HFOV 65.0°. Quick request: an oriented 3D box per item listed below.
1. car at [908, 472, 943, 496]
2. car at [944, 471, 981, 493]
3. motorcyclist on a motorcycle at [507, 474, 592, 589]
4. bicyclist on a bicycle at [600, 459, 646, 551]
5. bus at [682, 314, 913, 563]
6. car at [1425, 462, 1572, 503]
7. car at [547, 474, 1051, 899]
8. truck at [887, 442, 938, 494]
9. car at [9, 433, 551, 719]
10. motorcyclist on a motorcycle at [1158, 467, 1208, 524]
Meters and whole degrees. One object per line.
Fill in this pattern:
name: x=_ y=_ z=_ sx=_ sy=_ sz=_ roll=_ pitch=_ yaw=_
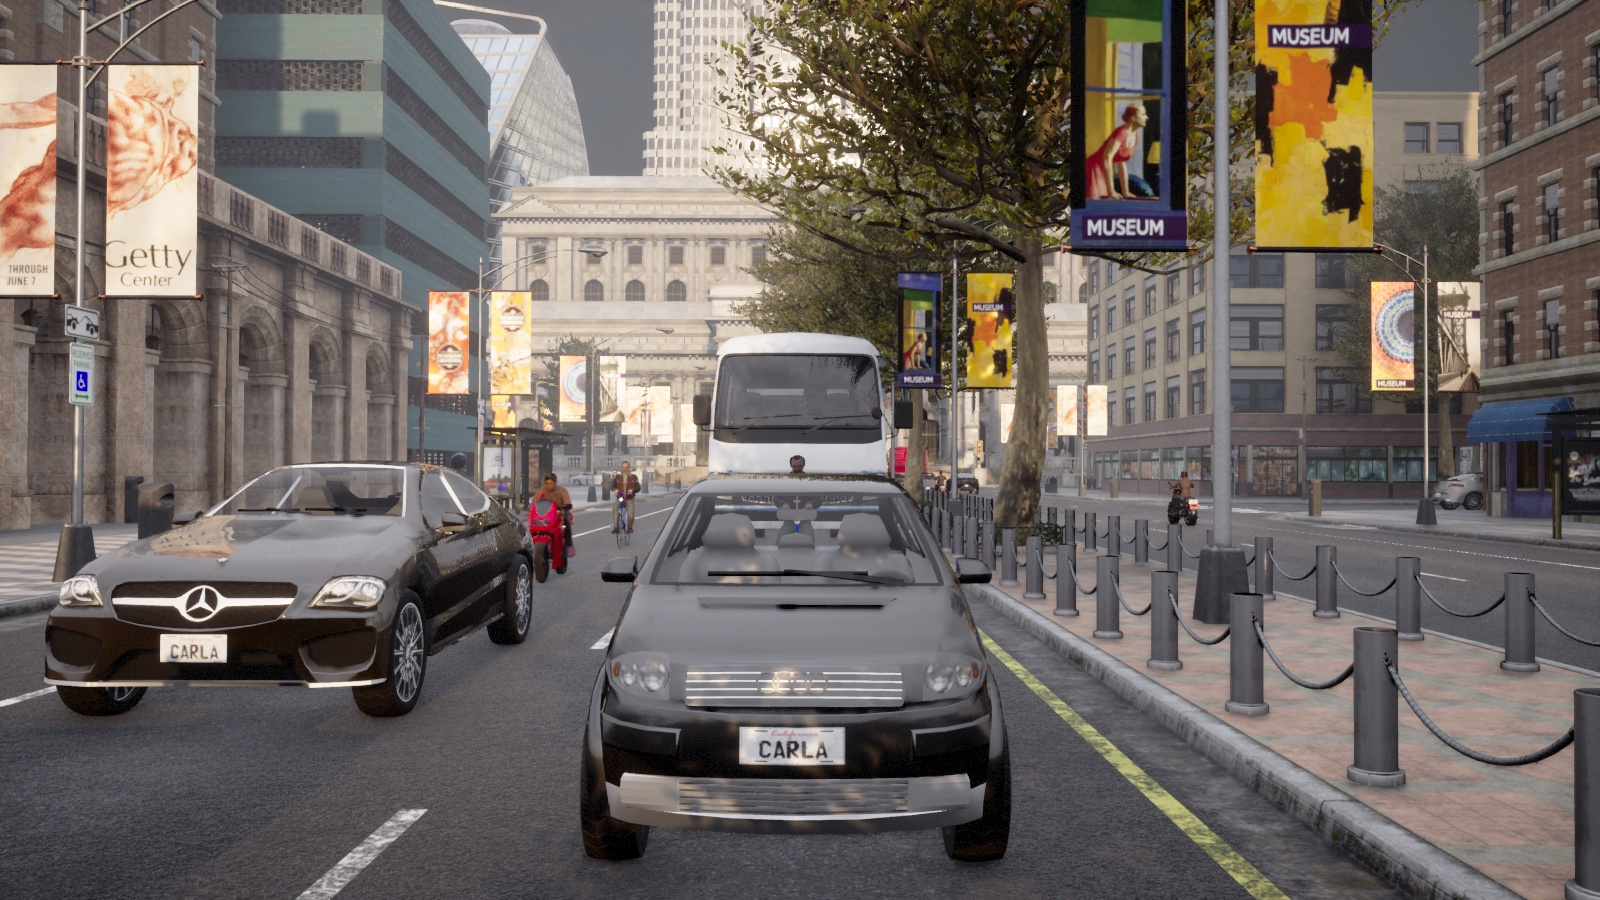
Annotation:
car: x=7.865 y=2.123 z=79.165 sx=1.845 sy=1.501 sz=3.633 roll=0 pitch=-1 yaw=0
car: x=11.302 y=2.213 z=87.519 sx=1.882 sy=1.535 sz=5.008 roll=0 pitch=-1 yaw=0
motorcyclist on a motorcycle: x=-3.530 y=1.110 z=17.854 sx=0.797 sy=1.523 sz=2.044 roll=0 pitch=-1 yaw=0
bicyclist on a bicycle: x=-3.543 y=1.120 z=25.281 sx=0.659 sy=1.776 sz=1.843 roll=0 pitch=-3 yaw=0
bus: x=-0.050 y=-0.115 z=26.671 sx=3.944 sy=4.253 sz=10.273 roll=0 pitch=-1 yaw=0
car: x=29.564 y=1.367 z=53.286 sx=5.027 sy=1.651 sz=2.152 roll=0 pitch=-1 yaw=-1
car: x=-0.010 y=0.899 z=6.324 sx=1.789 sy=1.549 sz=3.705 roll=0 pitch=-1 yaw=0
truck: x=7.820 y=1.282 z=88.391 sx=2.891 sy=3.462 sz=7.936 roll=0 pitch=-1 yaw=0
car: x=-3.517 y=0.772 z=9.806 sx=2.152 sy=1.651 sz=5.027 roll=0 pitch=-1 yaw=0
motorcyclist on a motorcycle: x=11.436 y=1.348 z=37.550 sx=0.766 sy=1.649 sz=2.350 roll=0 pitch=-1 yaw=0
